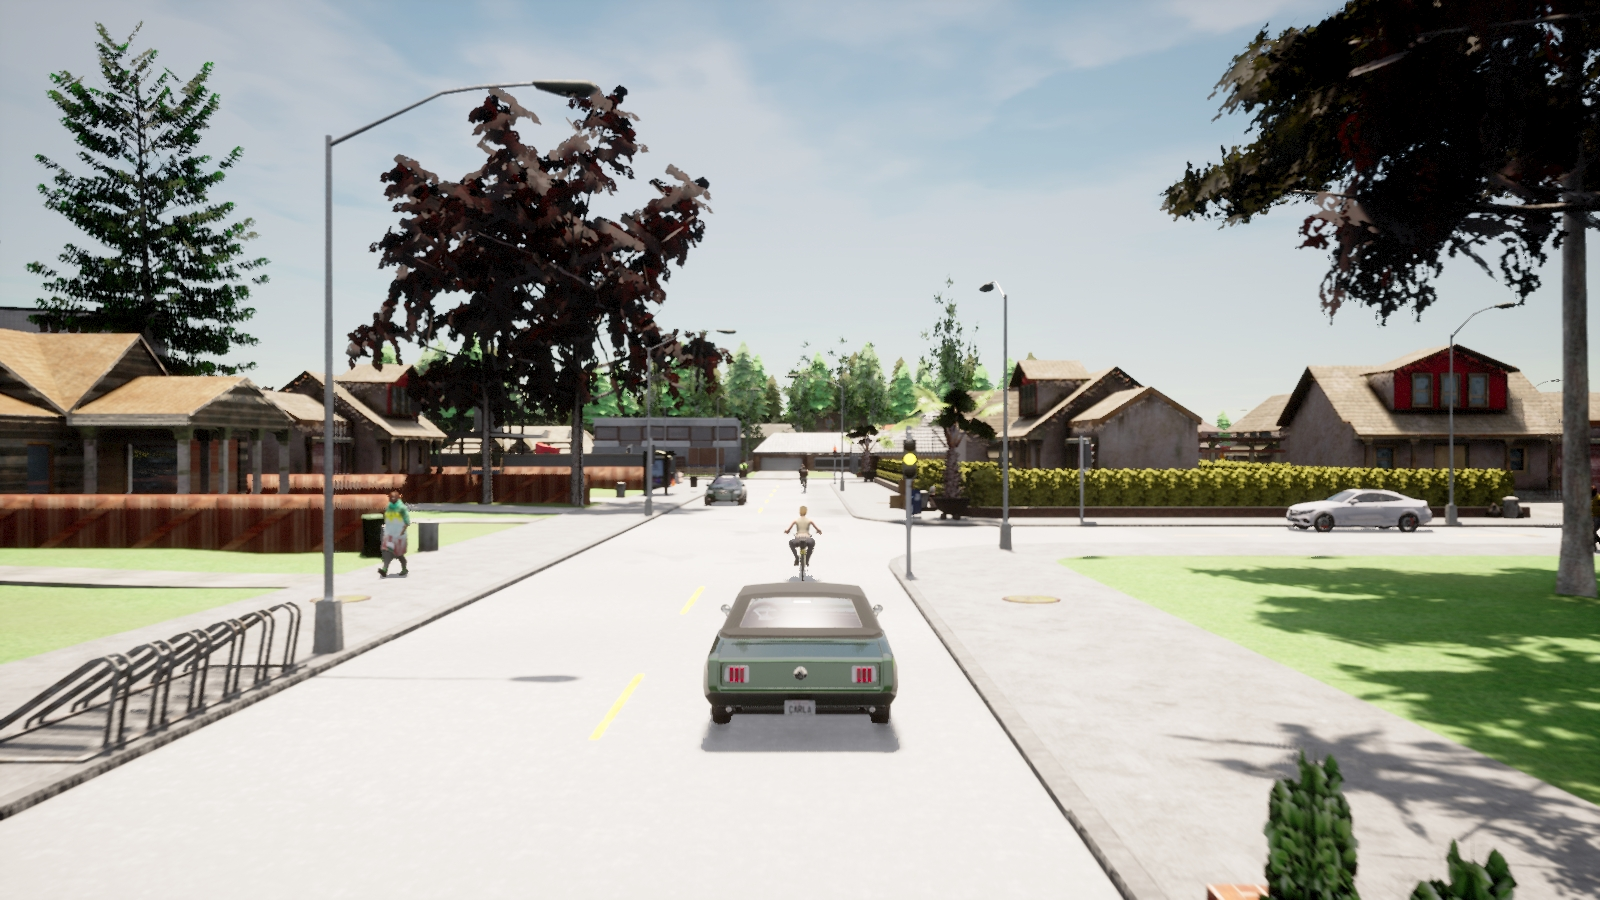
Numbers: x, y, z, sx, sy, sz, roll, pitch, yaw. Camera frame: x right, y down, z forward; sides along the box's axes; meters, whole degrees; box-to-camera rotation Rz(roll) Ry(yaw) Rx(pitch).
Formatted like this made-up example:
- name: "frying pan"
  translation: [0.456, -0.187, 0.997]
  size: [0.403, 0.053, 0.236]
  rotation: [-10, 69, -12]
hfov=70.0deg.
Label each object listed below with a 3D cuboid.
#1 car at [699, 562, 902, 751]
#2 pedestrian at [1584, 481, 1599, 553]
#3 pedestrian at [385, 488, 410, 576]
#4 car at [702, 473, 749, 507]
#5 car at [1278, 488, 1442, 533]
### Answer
- name: "car"
  translation: [0.018, 2.153, 12.993]
  size: [1.895, 1.301, 4.718]
  rotation: [0, 0, 0]
- name: "pedestrian"
  translation: [20.812, 1.739, 29.863]
  size: [0.375, 1.860, 0.375]
  rotation: [0, 0, 0]
- name: "pedestrian"
  translation: [-8.580, 1.740, 24.362]
  size: [0.375, 1.860, 0.375]
  rotation: [0, 0, 12]
- name: "car"
  translation: [-3.791, 2.030, 58.848]
  size: [2.038, 1.542, 4.974]
  rotation: [0, 0, 0]
- name: "car"
  translation: [19.266, 2.076, 39.454]
  size: [4.674, 1.442, 2.002]
  rotation: [0, 0, 0]
